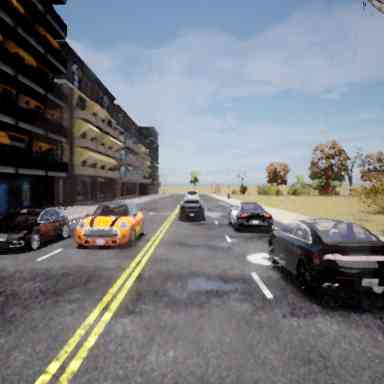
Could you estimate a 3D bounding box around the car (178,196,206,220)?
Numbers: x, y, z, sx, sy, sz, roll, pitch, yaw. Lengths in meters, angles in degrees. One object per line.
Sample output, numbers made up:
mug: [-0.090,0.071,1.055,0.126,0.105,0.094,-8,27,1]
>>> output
car: [0.001,1.286,25.323,1.837,1.490,4.892,0,1,0]

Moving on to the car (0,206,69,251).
car: [-6.591,1.387,13.586,1.837,1.490,4.892,0,0,0]

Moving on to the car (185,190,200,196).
car: [0.072,0.790,49.882,2.150,2.045,5.566,0,1,1]

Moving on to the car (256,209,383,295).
car: [3.256,1.417,8.492,2.128,1.511,4.902,0,0,0]

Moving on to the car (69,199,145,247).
car: [-3.340,1.227,14.364,2.097,1.767,4.553,0,0,0]

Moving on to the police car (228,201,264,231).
police car: [3.263,1.335,19.493,2.038,1.542,4.974,0,0,0]

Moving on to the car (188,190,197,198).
car: [0.054,0.493,83.666,2.150,2.045,5.566,0,1,0]
